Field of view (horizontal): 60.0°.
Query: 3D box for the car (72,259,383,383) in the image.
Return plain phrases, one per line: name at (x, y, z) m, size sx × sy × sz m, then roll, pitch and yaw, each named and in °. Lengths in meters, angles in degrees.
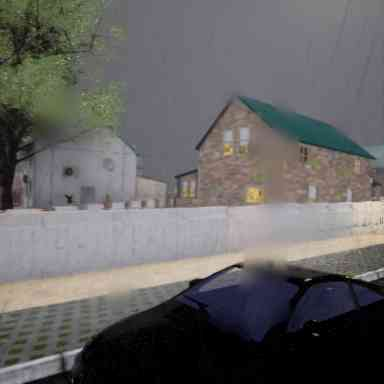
car at (0.875, 1.551, 3.762) m, size 4.181 × 1.385 × 1.994 m, roll 0°, pitch 0°, yaw -35°
